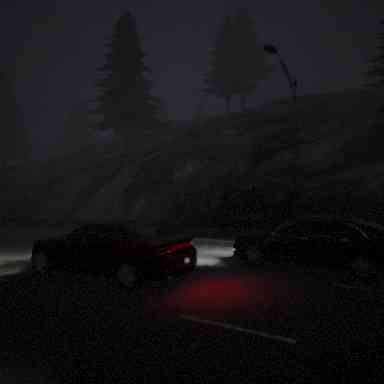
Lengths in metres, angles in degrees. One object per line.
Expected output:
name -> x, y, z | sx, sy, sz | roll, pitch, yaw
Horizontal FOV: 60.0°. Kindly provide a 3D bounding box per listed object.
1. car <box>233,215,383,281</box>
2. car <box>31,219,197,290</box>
car -> 3.560, 1.458, 9.705 | 4.892, 1.490, 1.837 | -1, 0, 33
car -> -2.278, 1.497, 9.136 | 5.008, 1.535, 1.882 | -1, 0, 29
